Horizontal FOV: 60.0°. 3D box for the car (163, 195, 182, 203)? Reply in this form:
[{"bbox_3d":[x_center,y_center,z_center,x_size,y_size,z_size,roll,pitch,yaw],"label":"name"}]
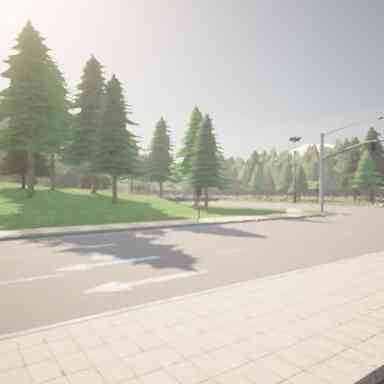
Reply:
[{"bbox_3d":[-4.532,1.450,67.932,1.812,1.442,4.674,0,0,-35],"label":"car"}]

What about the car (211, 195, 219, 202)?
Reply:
[{"bbox_3d":[4.183,1.455,73.797,1.994,1.385,4.181,0,0,-35],"label":"car"}]

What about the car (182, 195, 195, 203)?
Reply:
[{"bbox_3d":[-1.550,1.442,69.781,2.128,1.511,4.902,0,0,-35],"label":"car"}]

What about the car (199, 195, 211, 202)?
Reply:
[{"bbox_3d":[1.316,1.434,71.789,1.812,1.442,4.674,0,0,-35],"label":"car"}]
